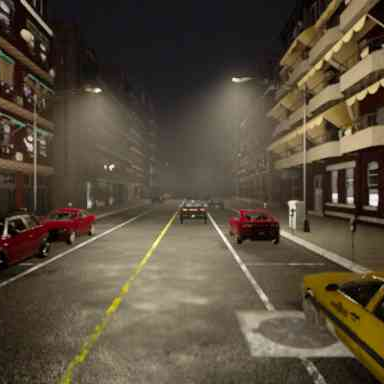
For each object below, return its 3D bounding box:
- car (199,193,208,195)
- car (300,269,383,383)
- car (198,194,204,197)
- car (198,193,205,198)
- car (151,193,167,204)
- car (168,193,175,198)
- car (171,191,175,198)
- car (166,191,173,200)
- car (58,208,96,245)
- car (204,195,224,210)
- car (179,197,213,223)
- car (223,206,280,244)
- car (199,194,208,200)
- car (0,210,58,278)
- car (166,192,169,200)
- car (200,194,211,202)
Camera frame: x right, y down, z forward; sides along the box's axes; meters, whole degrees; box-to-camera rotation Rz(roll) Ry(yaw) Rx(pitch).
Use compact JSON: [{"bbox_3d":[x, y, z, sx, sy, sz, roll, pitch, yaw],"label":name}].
[{"bbox_3d":[2.666,1.131,60.304,1.752,1.417,4.829,0,0,0],"label":"car"},{"bbox_3d":[2.690,1.499,3.943,1.752,1.417,4.829,0,0,0],"label":"car"},{"bbox_3d":[0.082,1.278,41.371,2.033,1.411,5.357,0,0,0],"label":"car"},{"bbox_3d":[2.650,0.965,93.951,1.802,1.307,4.206,0,0,0],"label":"car"},{"bbox_3d":[-5.713,1.195,54.498,2.008,1.369,4.403,0,0,0],"label":"car"},{"bbox_3d":[-5.730,0.910,93.781,1.752,1.417,4.829,0,0,0],"label":"car"},{"bbox_3d":[-5.725,0.773,82.678,2.192,1.841,5.009,0,0,0],"label":"car"},{"bbox_3d":[-5.721,1.077,71.407,1.887,1.381,4.507,0,0,0],"label":"car"},{"bbox_3d":[-5.696,1.447,15.046,1.887,1.381,4.507,0,0,0],"label":"car"},{"bbox_3d":[2.675,1.306,37.589,2.008,1.369,4.403,0,0,0],"label":"car"},{"bbox_3d":[0.090,1.336,23.745,2.128,1.511,4.902,0,0,0],"label":"car"},{"bbox_3d":[2.685,1.447,15.045,1.887,1.381,4.507,0,0,0],"label":"car"},{"bbox_3d":[2.657,1.077,77.043,1.802,1.307,4.206,0,0,0],"label":"car"},{"bbox_3d":[-5.693,1.379,9.408,1.967,1.590,4.097,0,0,0],"label":"car"},{"bbox_3d":[-5.716,1.158,60.135,2.008,1.369,4.403,0,0,0],"label":"car"},{"bbox_3d":[2.663,1.135,65.770,1.947,1.339,4.313,0,0,0],"label":"car"}]
